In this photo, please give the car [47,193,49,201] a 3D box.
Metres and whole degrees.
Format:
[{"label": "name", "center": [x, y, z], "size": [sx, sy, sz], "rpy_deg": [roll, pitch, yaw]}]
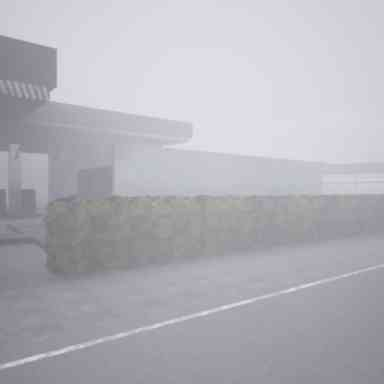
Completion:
[{"label": "car", "center": [-31.404, 1.105, 75.074], "size": [1.905, 1.878, 3.866], "rpy_deg": [0, 0, -36]}]
